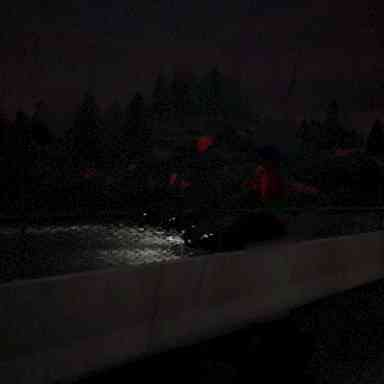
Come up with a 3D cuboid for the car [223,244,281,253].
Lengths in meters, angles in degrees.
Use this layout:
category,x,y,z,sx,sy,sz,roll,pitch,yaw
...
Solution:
category,x,y,z,sx,sy,sz,roll,pitch,yaw
car,1.867,1.568,13.582,4.674,1.442,1.812,1,0,-33
